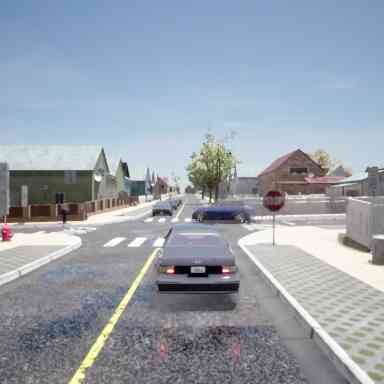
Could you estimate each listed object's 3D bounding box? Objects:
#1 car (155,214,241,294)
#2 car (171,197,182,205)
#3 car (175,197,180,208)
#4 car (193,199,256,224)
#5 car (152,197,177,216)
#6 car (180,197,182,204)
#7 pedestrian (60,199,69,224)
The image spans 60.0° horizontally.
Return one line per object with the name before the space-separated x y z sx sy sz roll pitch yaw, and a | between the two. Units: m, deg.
car | 0.072 1.550 8.939 2.033 1.411 5.357 0 0 -1
car | -2.817 1.596 61.457 1.895 1.301 4.718 0 0 0
car | -2.852 1.566 41.989 1.994 1.385 4.181 0 0 0
car | 2.311 1.324 24.492 4.553 1.767 2.097 -1 -1 28
car | -2.820 1.550 32.719 2.033 1.411 5.357 0 0 -1
car | -2.845 1.491 51.456 2.128 1.511 4.902 0 0 0
pedestrian | -9.693 1.462 25.260 0.375 1.860 0.375 0 0 0
